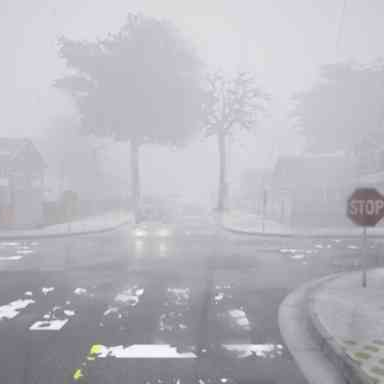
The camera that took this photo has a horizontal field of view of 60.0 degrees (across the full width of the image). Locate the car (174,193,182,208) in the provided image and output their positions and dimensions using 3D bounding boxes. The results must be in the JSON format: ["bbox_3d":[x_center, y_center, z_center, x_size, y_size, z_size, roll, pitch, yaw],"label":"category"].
[{"bbox_3d":[-2.721,1.205,49.537,2.150,2.045,5.566,0,0,0],"label":"car"}]

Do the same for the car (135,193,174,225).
[{"bbox_3d":[-2.738,1.250,24.349,2.150,2.045,5.566,0,0,0],"label":"car"}]
